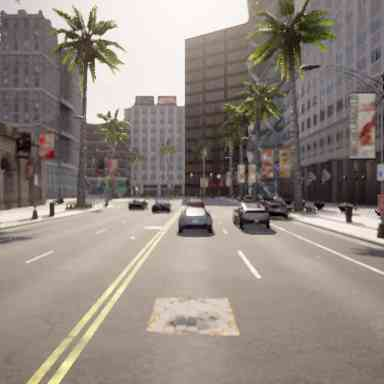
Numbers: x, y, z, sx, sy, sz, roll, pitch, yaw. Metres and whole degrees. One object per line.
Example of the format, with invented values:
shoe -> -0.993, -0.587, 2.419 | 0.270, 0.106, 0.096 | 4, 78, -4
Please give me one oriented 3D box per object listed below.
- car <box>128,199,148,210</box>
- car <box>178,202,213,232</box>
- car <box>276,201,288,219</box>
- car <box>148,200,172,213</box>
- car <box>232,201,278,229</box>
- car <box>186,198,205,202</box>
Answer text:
car -> -6.644, 1.547, 41.358 | 1.895, 1.301, 4.718 | 0, 0, 1
car -> 0.218, 1.539, 19.914 | 1.994, 1.385, 4.181 | 0, 0, 1
car -> 6.916, 1.477, 28.907 | 2.161, 1.482, 4.786 | 0, 0, 0
car -> -3.253, 1.556, 36.113 | 1.895, 1.301, 4.718 | 0, 0, 1
car -> 3.740, 1.464, 21.494 | 2.128, 1.511, 4.902 | 0, 0, 1
car -> 0.412, 1.431, 37.144 | 1.882, 1.535, 5.008 | 0, 0, 1
